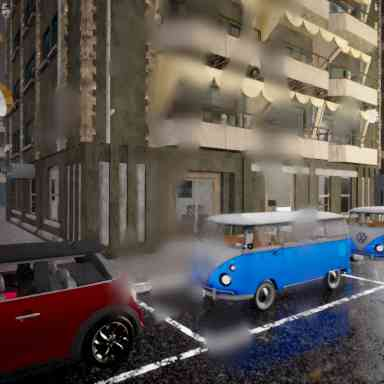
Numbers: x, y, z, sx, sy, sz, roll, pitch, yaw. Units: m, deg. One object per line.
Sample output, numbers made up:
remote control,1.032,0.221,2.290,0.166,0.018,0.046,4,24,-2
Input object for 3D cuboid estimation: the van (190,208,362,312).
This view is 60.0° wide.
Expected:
van,1.860,1.343,7.435,3.998,1.788,1.690,0,0,-36

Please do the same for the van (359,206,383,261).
van,6.485,1.346,10.750,3.998,1.788,1.690,0,0,-36

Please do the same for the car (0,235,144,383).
car,-2.765,1.440,4.121,4.097,1.590,1.967,0,0,-36
